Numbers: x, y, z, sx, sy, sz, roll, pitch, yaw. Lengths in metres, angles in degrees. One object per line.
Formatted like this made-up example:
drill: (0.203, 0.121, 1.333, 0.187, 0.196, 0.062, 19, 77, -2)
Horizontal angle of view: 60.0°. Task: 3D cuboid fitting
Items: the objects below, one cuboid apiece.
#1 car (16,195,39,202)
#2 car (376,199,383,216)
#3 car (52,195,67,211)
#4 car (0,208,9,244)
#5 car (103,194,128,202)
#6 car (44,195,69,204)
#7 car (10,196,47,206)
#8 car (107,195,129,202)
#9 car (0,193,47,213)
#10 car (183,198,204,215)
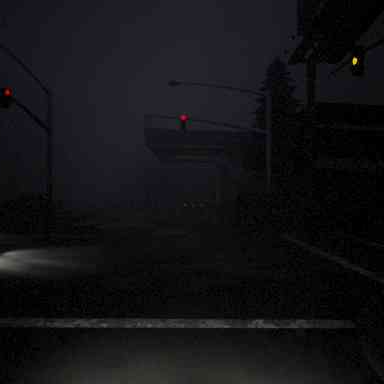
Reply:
car: (-35.080, 1.384, 70.937, 3.806, 1.475, 1.970, 0, 0, 0)
car: (17.239, 1.480, 32.953, 2.242, 1.667, 4.611, 0, 0, 0)
car: (-16.171, 1.361, 36.638, 3.806, 1.475, 1.970, 0, 0, 0)
car: (-9.175, 1.356, 10.629, 5.357, 1.411, 2.033, 0, 0, -1)
car: (-16.414, 1.330, 70.894, 5.027, 1.636, 2.152, 0, 0, 0)
car: (-24.022, 1.319, 59.006, 3.633, 1.501, 1.845, 0, 0, 0)
car: (-24.008, 1.298, 49.013, 4.514, 1.523, 2.007, 0, 0, 0)
car: (-16.484, 1.339, 74.031, 4.514, 1.523, 2.007, 0, 0, 0)
car: (-16.764, 1.077, 33.310, 3.866, 1.878, 1.905, 0, 0, 0)
car: (0.123, 1.352, 34.118, 2.097, 1.767, 4.553, 0, 0, 0)
